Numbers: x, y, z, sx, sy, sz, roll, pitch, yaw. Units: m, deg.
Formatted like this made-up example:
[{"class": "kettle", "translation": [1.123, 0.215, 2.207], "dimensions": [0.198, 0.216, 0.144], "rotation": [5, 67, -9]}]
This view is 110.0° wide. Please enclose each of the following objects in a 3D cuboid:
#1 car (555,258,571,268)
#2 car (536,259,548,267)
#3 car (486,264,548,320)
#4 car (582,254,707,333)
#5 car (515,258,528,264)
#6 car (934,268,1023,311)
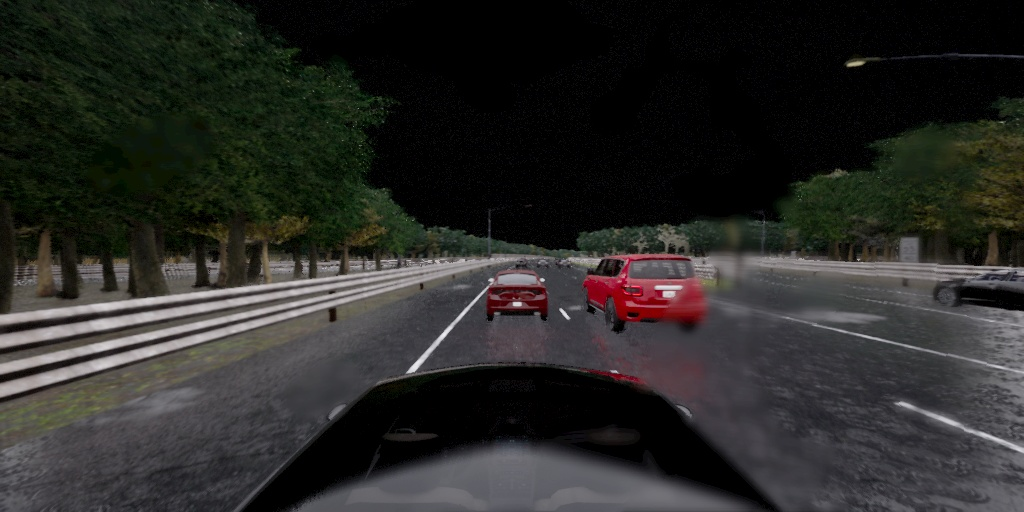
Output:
[{"class": "car", "translation": [8.577, 1.260, 59.231], "dimensions": [1.812, 1.442, 4.674], "rotation": [0, 0, 3]}, {"class": "car", "translation": [5.104, 1.256, 59.818], "dimensions": [1.812, 1.442, 4.674], "rotation": [0, 0, 3]}, {"class": "car", "translation": [0.174, 1.225, 12.726], "dimensions": [1.882, 1.535, 5.008], "rotation": [0, 0, 1]}, {"class": "car", "translation": [3.654, 0.971, 10.945], "dimensions": [2.150, 2.045, 5.566], "rotation": [0, 0, 1]}, {"class": "car", "translation": [1.585, 1.231, 59.573], "dimensions": [1.837, 1.490, 4.892], "rotation": [0, 0, 3]}, {"class": "car", "translation": [15.987, 1.125, 11.080], "dimensions": [2.128, 1.511, 4.902], "rotation": [0, 0, 14]}]
